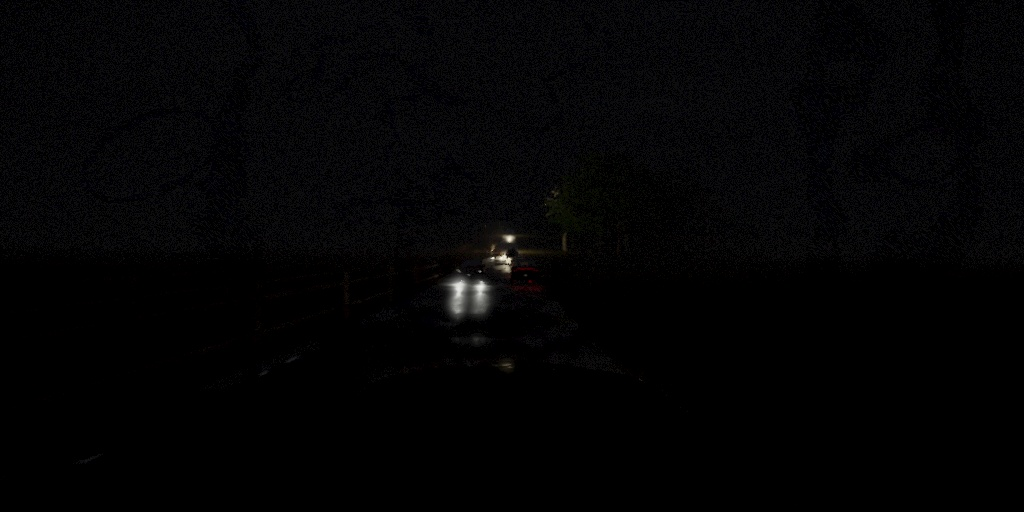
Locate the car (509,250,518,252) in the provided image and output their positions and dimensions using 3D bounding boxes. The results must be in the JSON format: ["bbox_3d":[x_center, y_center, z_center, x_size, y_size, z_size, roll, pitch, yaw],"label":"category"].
[{"bbox_3d":[0.818,0.511,40.221,1.801,1.575,5.366,0,2,0],"label":"car"}]

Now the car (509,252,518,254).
[{"bbox_3d":[0.819,0.689,34.224,1.801,1.575,5.366,0,2,0],"label":"car"}]

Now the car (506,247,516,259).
[{"bbox_3d":[0.011,-0.459,62.328,2.097,1.767,4.553,0,2,0],"label":"car"}]

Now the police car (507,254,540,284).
[{"bbox_3d":[0.821,0.894,24.148,1.930,1.638,5.238,0,1,0],"label":"police car"}]

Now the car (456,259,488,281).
[{"bbox_3d":[-2.837,0.954,26.123,1.812,1.442,4.674,0,1,0],"label":"car"}]
